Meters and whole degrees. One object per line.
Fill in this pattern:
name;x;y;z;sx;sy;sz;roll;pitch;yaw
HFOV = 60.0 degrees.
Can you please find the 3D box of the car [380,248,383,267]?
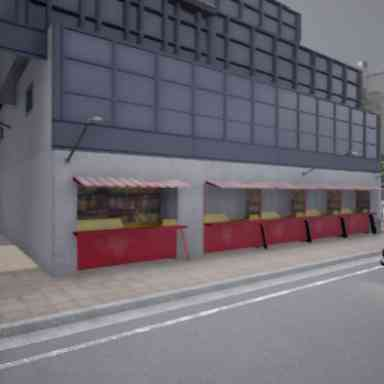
car;7.080;1.629;8.966;4.718;1.301;1.895;0;0;-35
